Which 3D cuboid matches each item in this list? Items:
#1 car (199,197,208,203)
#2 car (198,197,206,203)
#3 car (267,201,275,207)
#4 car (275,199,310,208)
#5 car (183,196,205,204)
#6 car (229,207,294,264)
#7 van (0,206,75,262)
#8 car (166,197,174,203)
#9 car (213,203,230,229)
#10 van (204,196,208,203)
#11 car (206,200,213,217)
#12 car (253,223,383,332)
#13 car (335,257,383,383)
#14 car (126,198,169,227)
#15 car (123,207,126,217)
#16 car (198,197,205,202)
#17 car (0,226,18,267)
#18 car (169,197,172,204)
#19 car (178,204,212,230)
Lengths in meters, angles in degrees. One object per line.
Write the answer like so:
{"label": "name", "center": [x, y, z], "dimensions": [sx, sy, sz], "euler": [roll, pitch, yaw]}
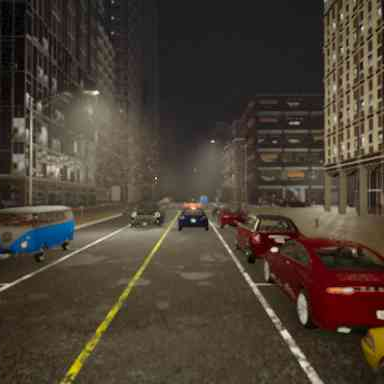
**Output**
{"label": "car", "center": [2.772, 2.041, 82.667], "dimensions": [2.008, 1.369, 4.403], "euler": [1, 0, 0]}
{"label": "car", "center": [2.725, 2.082, 88.323], "dimensions": [1.947, 1.339, 4.313], "euler": [1, 0, 0]}
{"label": "car", "center": [15.169, 1.881, 57.330], "dimensions": [4.403, 1.369, 2.008], "euler": [0, -1, 1]}
{"label": "car", "center": [15.092, 1.731, 48.951], "dimensions": [4.507, 1.381, 1.887], "euler": [0, -1, 1]}
{"label": "car", "center": [0.081, 1.605, 38.376], "dimensions": [2.097, 1.767, 4.553], "euler": [0, 0, 0]}
{"label": "car", "center": [2.693, 1.526, 12.193], "dimensions": [1.967, 1.590, 4.097], "euler": [1, 0, 0]}
{"label": "van", "center": [-5.687, 1.427, 12.193], "dimensions": [1.690, 1.788, 3.998], "euler": [1, 0, 0]}
{"label": "car", "center": [-5.789, 2.041, 88.181], "dimensions": [1.752, 1.417, 4.829], "euler": [1, 0, 0]}
{"label": "car", "center": [2.687, 1.702, 22.819], "dimensions": [1.887, 1.381, 4.507], "euler": [1, 0, 0]}
{"label": "van", "center": [2.795, 1.804, 77.008], "dimensions": [1.690, 1.788, 3.998], "euler": [1, 0, 0]}
{"label": "car", "center": [2.794, 1.774, 33.444], "dimensions": [2.008, 1.369, 4.403], "euler": [1, 0, 0]}
{"label": "car", "center": [2.694, 1.594, 6.878], "dimensions": [1.887, 1.381, 4.507], "euler": [1, 0, 0]}
{"label": "car", "center": [2.697, 1.539, 1.734], "dimensions": [1.752, 1.417, 4.829], "euler": [1, 0, 0]}
{"label": "car", "center": [-3.080, 1.516, 24.098], "dimensions": [2.097, 1.767, 4.553], "euler": [0, 0, 0]}
{"label": "car", "center": [-5.810, 1.805, 33.440], "dimensions": [1.802, 1.307, 4.206], "euler": [1, 0, 0]}
{"label": "car", "center": [2.679, 2.086, 93.979], "dimensions": [1.887, 1.381, 4.507], "euler": [1, 0, 0]}
{"label": "car", "center": [-5.687, 1.631, 6.878], "dimensions": [1.802, 1.307, 4.206], "euler": [1, 0, 0]}
{"label": "car", "center": [-5.844, 1.963, 71.852], "dimensions": [1.752, 1.417, 4.829], "euler": [1, 0, 0]}
{"label": "car", "center": [0.090, 1.717, 22.267], "dimensions": [1.994, 1.385, 4.181], "euler": [0, 0, 0]}
